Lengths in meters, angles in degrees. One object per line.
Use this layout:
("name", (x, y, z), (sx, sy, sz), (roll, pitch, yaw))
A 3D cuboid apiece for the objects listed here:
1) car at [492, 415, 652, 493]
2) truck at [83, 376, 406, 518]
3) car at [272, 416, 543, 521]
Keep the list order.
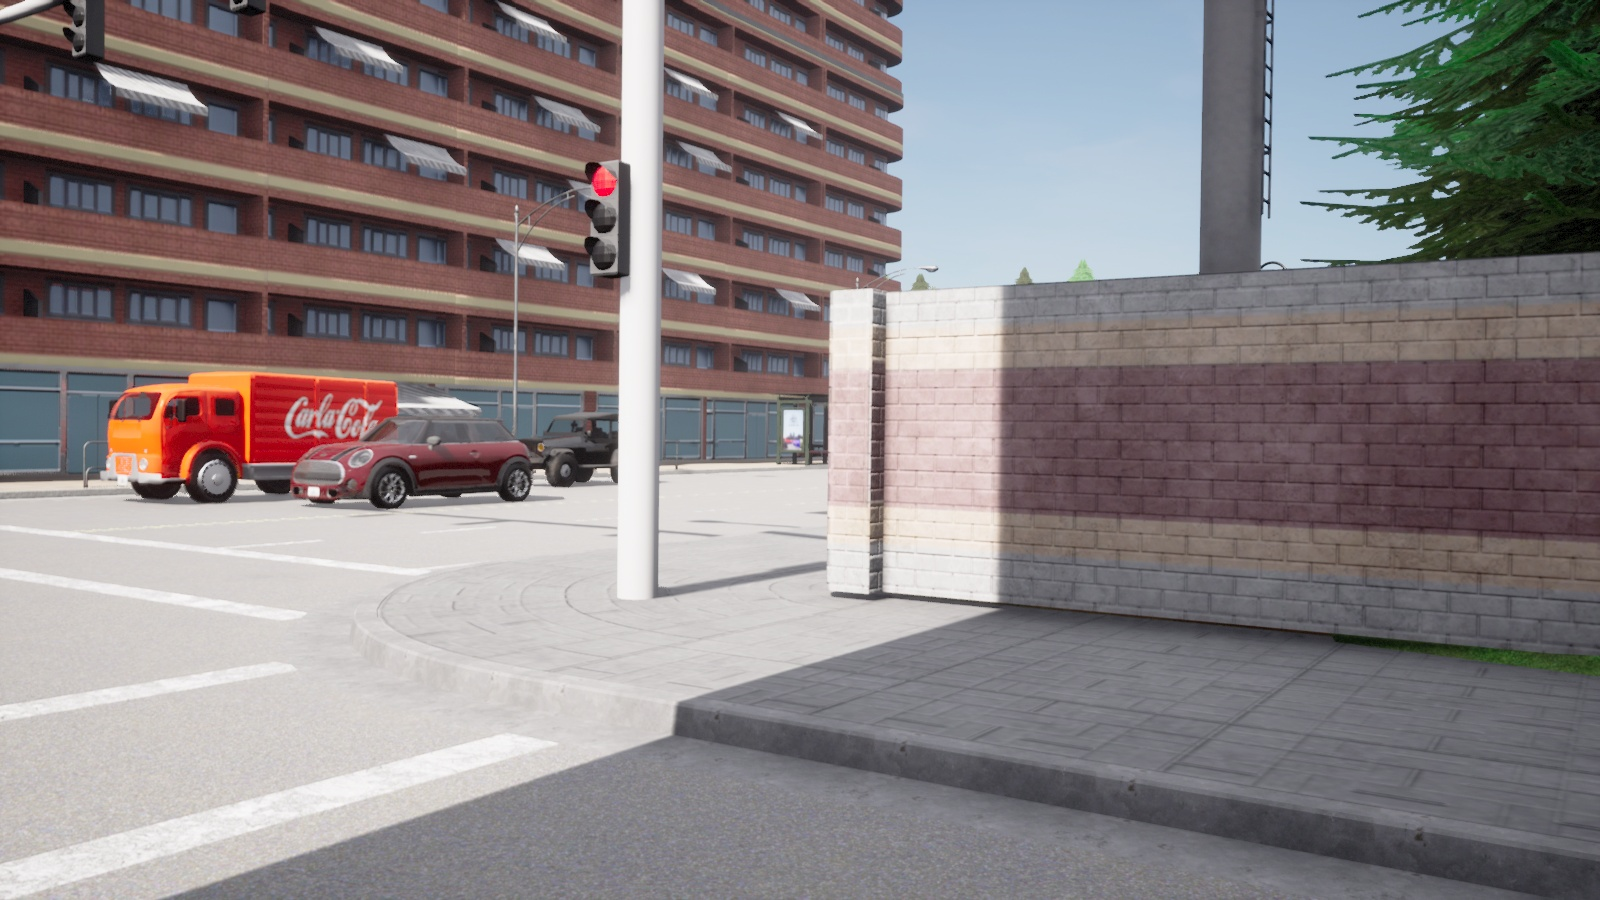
("car", (-5.802, 0.061, 32.306), (1.905, 1.878, 3.866), (0, 1, 33))
("truck", (-10.758, -0.065, 24.740), (2.627, 2.467, 5.204), (0, 0, 33))
("car", (-7.262, 0.265, 23.696), (2.097, 1.767, 4.553), (0, 1, 33))
